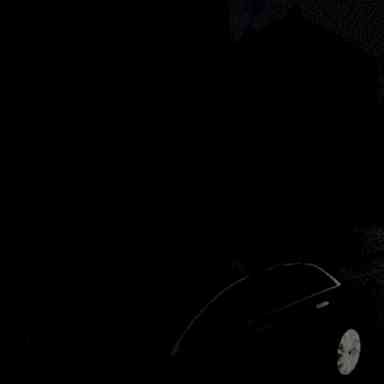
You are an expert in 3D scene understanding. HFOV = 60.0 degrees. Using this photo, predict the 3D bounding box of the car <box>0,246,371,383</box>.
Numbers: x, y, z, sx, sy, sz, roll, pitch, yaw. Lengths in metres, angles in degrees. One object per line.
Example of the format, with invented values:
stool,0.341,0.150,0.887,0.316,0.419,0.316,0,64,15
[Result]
car,0.211,1.503,3.864,4.892,1.490,1.837,-2,1,-36
